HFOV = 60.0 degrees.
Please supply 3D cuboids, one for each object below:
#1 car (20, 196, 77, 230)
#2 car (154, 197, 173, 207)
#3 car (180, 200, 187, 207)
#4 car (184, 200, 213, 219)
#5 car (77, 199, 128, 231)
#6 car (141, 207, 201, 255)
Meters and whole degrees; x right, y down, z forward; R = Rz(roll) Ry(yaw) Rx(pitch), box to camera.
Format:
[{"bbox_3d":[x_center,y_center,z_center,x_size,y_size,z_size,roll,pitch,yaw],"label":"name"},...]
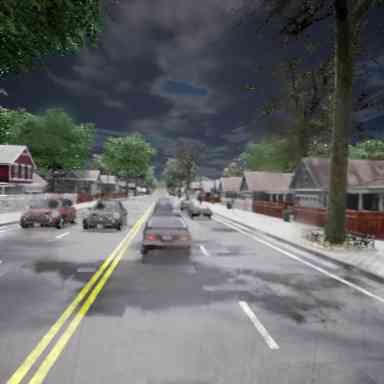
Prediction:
[{"bbox_3d":[-8.313,1.161,19.698,2.097,1.767,4.553,2,0,-5],"label":"car"},{"bbox_3d":[-3.273,1.414,38.379,2.097,1.767,4.553,2,0,-5],"label":"car"},{"bbox_3d":[-0.601,1.723,43.984,2.033,1.411,5.357,2,0,-5],"label":"car"},{"bbox_3d":[0.643,1.760,30.956,1.895,1.301,4.718,2,0,-6],"label":"car"},{"bbox_3d":[-5.079,1.270,19.994,2.097,1.767,4.553,2,0,-5],"label":"car"},{"bbox_3d":[-1.050,1.571,13.534,2.033,1.411,5.357,2,0,-5],"label":"car"}]
